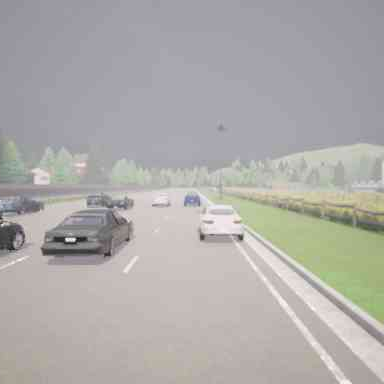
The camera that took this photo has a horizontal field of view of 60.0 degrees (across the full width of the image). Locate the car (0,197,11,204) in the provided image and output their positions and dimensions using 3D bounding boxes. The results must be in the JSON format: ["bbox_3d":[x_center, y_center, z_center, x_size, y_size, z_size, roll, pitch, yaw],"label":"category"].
[{"bbox_3d":[-10.403,1.094,14.687,2.097,1.767,4.553,0,1,0],"label":"car"}]

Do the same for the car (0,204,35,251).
[{"bbox_3d":[-6.902,1.330,9.982,1.837,1.490,4.892,0,1,0],"label":"car"}]

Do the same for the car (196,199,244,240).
[{"bbox_3d":[1.222,1.262,15.066,1.812,1.442,4.674,0,1,0],"label":"car"}]

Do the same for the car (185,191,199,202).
[{"bbox_3d":[-0.012,0.615,50.286,2.128,1.511,4.902,0,1,0],"label":"car"}]

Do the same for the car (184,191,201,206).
[{"bbox_3d":[0.025,0.795,39.094,1.882,1.535,5.008,0,1,0],"label":"car"}]

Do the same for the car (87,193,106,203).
[{"bbox_3d":[-10.409,0.836,37.594,2.128,1.511,4.902,0,1,0],"label":"car"}]

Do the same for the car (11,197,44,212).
[{"bbox_3d":[-13.907,1.079,26.837,2.033,1.411,5.357,0,1,0],"label":"car"}]

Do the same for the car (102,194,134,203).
[{"bbox_3d":[-6.908,1.036,32.329,1.895,1.301,4.718,0,1,0],"label":"car"}]

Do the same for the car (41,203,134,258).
[{"bbox_3d":[-3.403,1.340,11.820,2.033,1.411,5.357,0,1,0],"label":"car"}]

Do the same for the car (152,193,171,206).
[{"bbox_3d":[-3.407,0.860,38.140,1.812,1.442,4.674,0,1,0],"label":"car"}]
